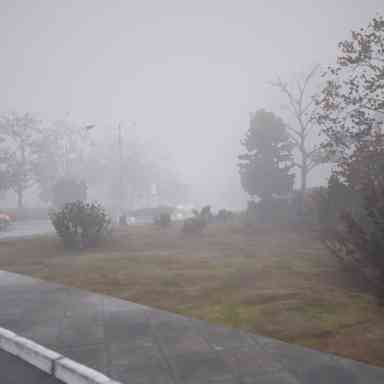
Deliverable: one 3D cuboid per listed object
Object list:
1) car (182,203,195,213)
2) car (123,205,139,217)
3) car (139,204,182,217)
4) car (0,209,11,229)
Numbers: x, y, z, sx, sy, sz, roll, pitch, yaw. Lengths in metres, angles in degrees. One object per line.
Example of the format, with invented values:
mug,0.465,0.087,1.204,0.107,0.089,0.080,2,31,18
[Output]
car,-1.329,2.455,50.502,1.812,1.442,4.674,-3,-2,33
car,-6.624,2.392,42.087,1.812,1.442,4.674,-3,-2,32
car,-3.680,2.181,39.857,1.882,1.535,5.008,-3,-2,32
car,-16.907,2.162,26.071,2.097,1.767,4.553,-3,-2,33
